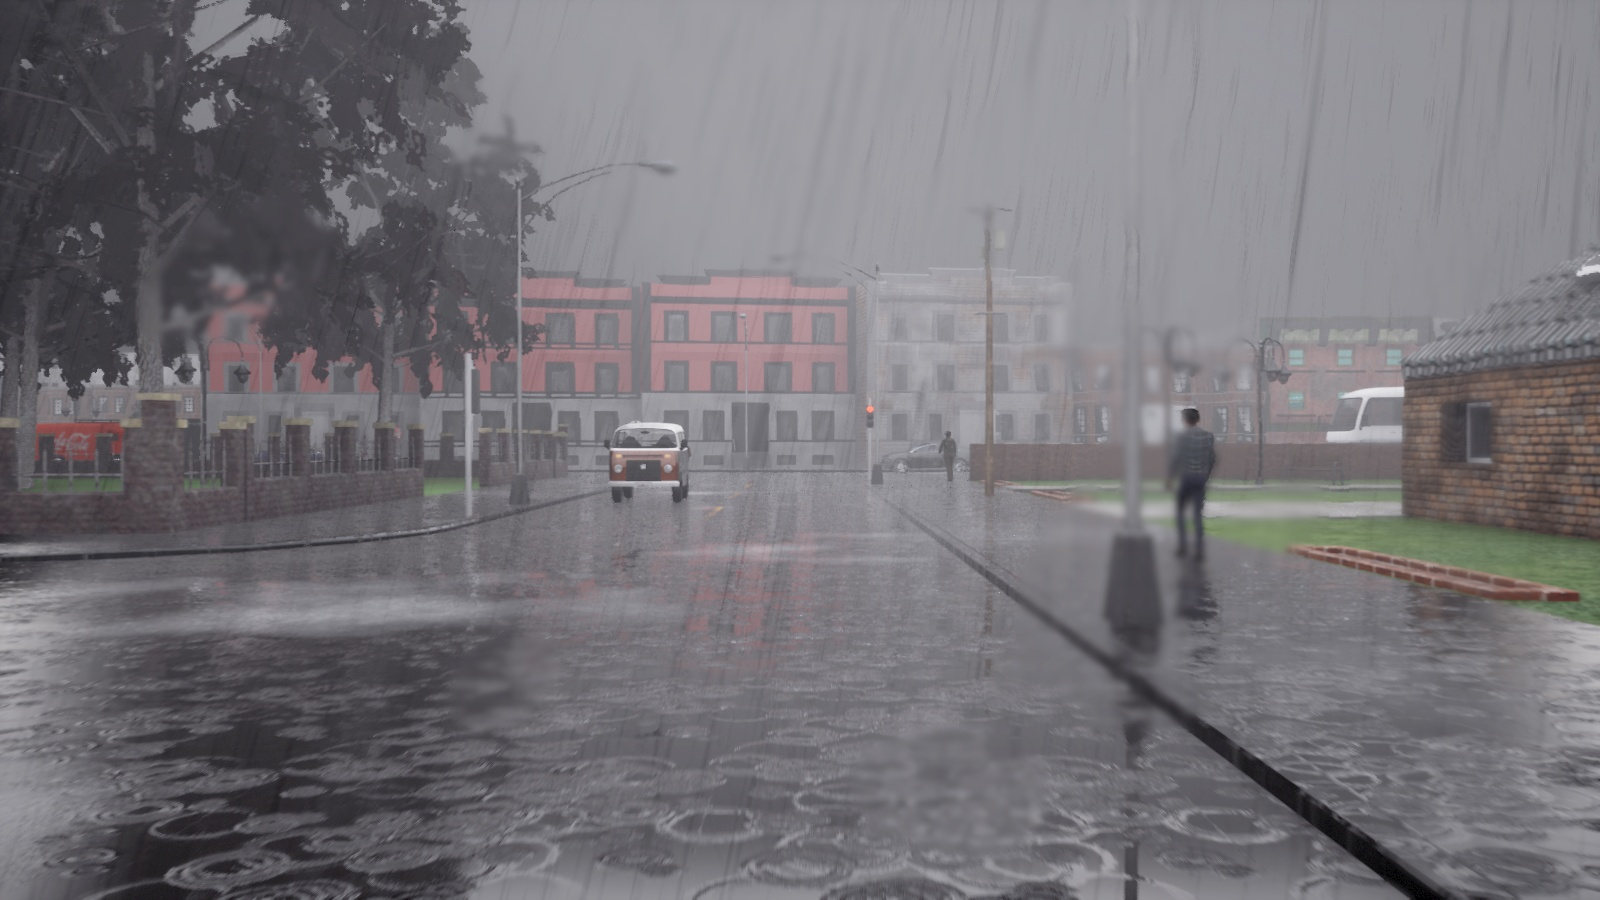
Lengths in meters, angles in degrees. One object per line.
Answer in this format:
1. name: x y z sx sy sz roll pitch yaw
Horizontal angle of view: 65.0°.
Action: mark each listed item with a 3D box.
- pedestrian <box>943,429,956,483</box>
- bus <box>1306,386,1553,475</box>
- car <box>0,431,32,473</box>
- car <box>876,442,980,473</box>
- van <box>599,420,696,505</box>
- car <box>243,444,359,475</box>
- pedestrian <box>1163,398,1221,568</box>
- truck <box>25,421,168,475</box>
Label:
1. pedestrian: 5.367 0.209 45.165 0.395 1.930 0.692 0 0 -1
2. bus: 31.009 -0.951 62.272 10.273 4.253 3.944 0 0 0
3. car: -41.768 0.083 62.644 5.566 2.045 2.150 0 0 0
4. car: 6.302 0.361 62.333 4.902 1.511 2.128 0 0 -1
5. van: -3.865 0.286 32.558 2.069 2.038 4.480 0 0 -1
6. car: -23.230 0.428 58.566 4.674 1.442 1.812 0 0 1
7. pedestrian: 4.606 0.375 14.788 0.423 1.949 0.788 0 0 -2
8. truck: -32.770 -0.092 58.598 5.204 2.467 2.627 0 0 0
